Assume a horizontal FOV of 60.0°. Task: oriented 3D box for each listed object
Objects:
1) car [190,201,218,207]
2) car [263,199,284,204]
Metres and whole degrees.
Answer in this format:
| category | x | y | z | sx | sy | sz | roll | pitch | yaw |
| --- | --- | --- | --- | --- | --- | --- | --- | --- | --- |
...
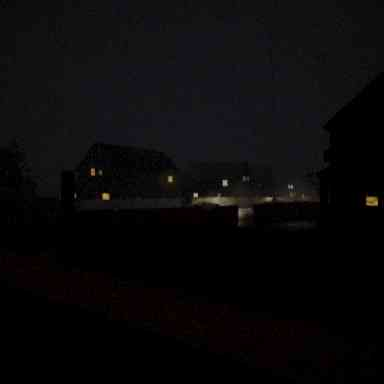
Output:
| category | x | y | z | sx | sy | sz | roll | pitch | yaw |
| --- | --- | --- | --- | --- | --- | --- | --- | --- | --- |
| car | 1.223 | 1.641 | 33.156 | 1.994 | 1.385 | 4.181 | 1 | 0 | 35 |
| car | 11.887 | 1.726 | 48.204 | 2.128 | 1.511 | 4.902 | 1 | 0 | 35 |
